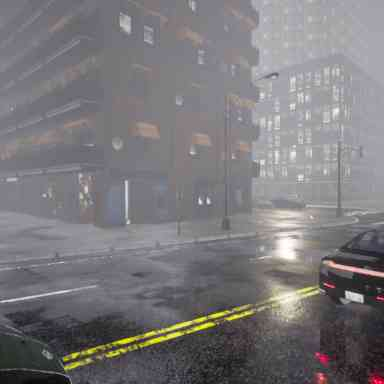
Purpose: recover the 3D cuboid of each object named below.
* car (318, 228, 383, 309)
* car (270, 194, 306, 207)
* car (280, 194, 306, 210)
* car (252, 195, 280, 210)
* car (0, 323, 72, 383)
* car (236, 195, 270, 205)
[{"bbox_3d":[4.594,1.490,6.847,4.902,1.511,2.128,0,0,-36],"label":"car"},{"bbox_3d":[12.580,1.057,43.599,4.097,1.590,1.967,1,0,44],"label":"car"},{"bbox_3d":[10.545,1.255,37.404,4.181,1.385,1.994,1,1,44],"label":"car"},{"bbox_3d":[6.965,1.193,37.140,4.829,1.417,1.752,1,0,44],"label":"car"},{"bbox_3d":[-2.820,1.352,1.472,4.553,1.767,2.097,0,0,-36],"label":"car"},{"bbox_3d":[8.650,1.099,47.239,4.313,1.339,1.947,1,0,44],"label":"car"}]
